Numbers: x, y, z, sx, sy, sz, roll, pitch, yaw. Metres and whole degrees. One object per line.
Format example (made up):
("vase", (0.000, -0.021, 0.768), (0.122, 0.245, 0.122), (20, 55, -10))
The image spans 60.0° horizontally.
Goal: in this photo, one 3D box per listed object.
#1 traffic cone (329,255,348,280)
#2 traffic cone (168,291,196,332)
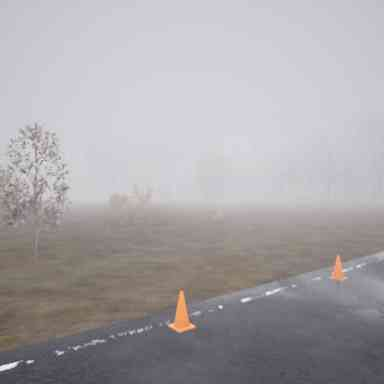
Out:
("traffic cone", (3.742, 1.911, 8.505), (0.340, 0.580, 0.340), (0, 0, -38))
("traffic cone", (-0.169, 1.937, 5.504), (0.340, 0.580, 0.340), (0, 0, -37))
